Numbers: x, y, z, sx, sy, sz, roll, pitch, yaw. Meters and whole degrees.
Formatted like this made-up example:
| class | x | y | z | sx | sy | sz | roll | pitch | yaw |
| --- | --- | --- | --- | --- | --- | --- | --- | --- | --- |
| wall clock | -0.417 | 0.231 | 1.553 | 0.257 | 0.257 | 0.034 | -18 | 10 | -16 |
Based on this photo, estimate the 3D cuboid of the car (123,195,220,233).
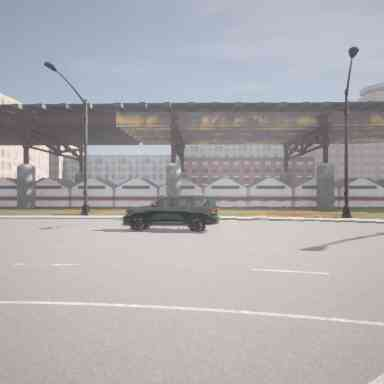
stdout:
| class | x | y | z | sx | sy | sz | roll | pitch | yaw |
| --- | --- | --- | --- | --- | --- | --- | --- | --- | --- |
| car | -1.139 | 1.223 | 19.360 | 5.566 | 2.045 | 2.150 | 0 | -1 | 6 |
